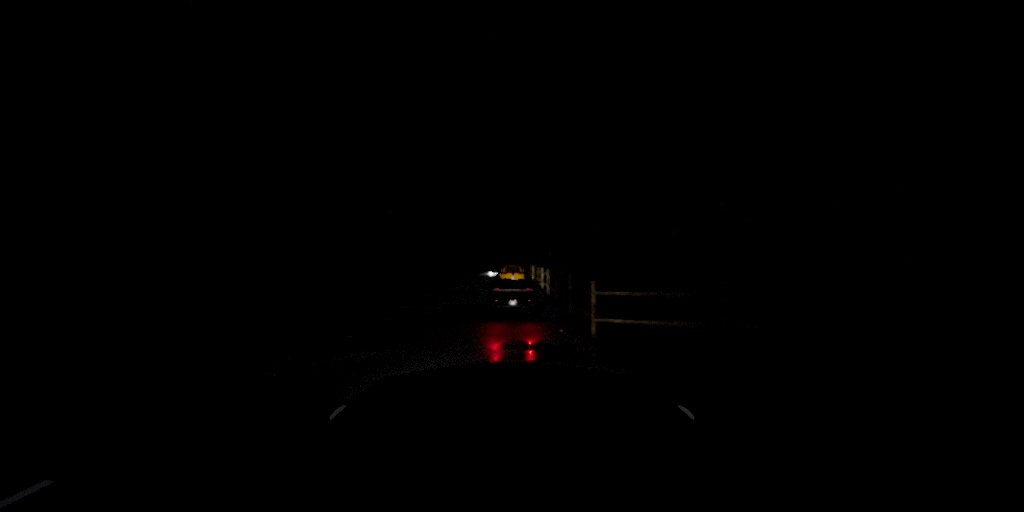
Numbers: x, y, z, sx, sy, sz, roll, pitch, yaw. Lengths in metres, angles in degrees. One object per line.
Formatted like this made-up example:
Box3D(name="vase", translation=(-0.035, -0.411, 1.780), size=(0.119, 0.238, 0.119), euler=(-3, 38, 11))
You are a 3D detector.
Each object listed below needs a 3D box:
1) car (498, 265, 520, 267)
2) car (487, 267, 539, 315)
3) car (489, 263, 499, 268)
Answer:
Box3D(name="car", translation=(0.055, 1.526, 30.456), size=(1.882, 1.535, 5.008), euler=(0, 0, 0))
Box3D(name="car", translation=(0.046, 1.367, 14.318), size=(2.128, 1.511, 4.902), euler=(0, -1, 0))
Box3D(name="car", translation=(-2.818, 1.908, 59.495), size=(2.128, 1.511, 4.902), euler=(0, -1, 0))
